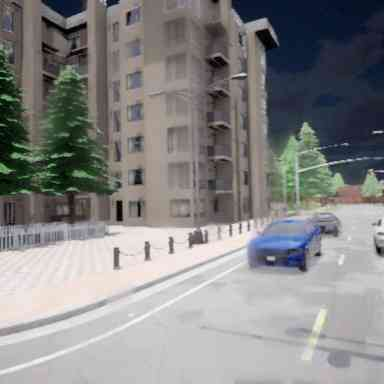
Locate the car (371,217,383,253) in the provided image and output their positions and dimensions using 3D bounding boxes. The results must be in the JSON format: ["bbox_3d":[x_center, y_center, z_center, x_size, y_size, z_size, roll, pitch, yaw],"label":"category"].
[{"bbox_3d":[8.890,1.757,14.335,1.812,1.442,4.674,-3,-2,28],"label":"car"}]

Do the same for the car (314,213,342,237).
[{"bbox_3d":[8.330,2.026,21.121,1.994,1.385,4.181,-3,-2,29],"label":"car"}]

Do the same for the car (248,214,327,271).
[{"bbox_3d":[3.590,1.790,12.346,1.882,1.535,5.008,-3,-2,28],"label":"car"}]
